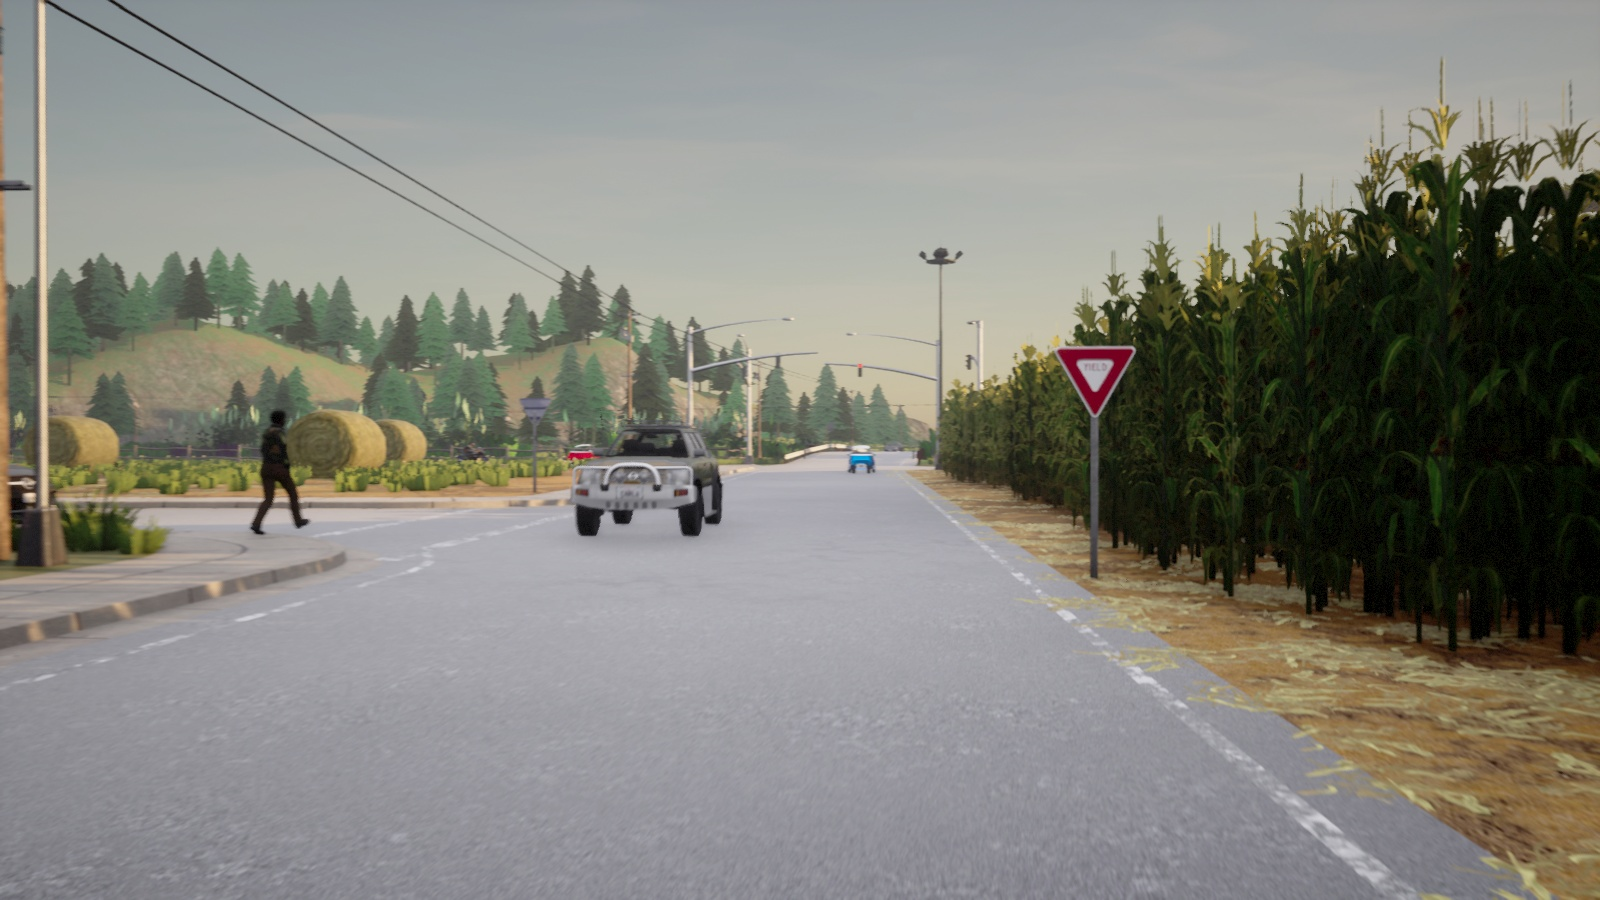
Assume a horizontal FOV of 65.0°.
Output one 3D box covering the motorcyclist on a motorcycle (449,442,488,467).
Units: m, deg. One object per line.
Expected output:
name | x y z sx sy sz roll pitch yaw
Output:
motorcyclist on a motorcycle | -20.810 0.275 78.795 2.191 1.530 0.866 0 0 6

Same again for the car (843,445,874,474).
car | 2.911 0.456 61.961 1.481 1.376 2.207 0 0 3

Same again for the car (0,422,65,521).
car | -15.896 0.355 21.798 5.027 1.651 2.152 0 0 2

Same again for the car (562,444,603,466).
car | -13.498 0.308 78.082 2.207 1.376 1.481 0 0 6

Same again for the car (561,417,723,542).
car | -2.501 0.431 21.032 1.932 1.855 4.605 0 0 3

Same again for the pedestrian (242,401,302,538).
pedestrian | -7.586 0.270 18.055 0.395 1.930 0.692 0 0 30
